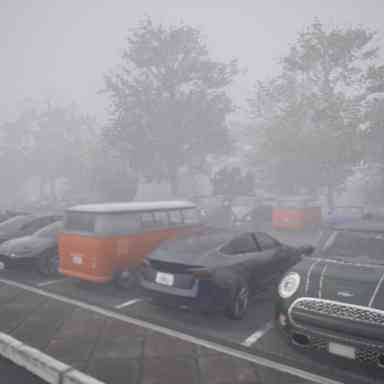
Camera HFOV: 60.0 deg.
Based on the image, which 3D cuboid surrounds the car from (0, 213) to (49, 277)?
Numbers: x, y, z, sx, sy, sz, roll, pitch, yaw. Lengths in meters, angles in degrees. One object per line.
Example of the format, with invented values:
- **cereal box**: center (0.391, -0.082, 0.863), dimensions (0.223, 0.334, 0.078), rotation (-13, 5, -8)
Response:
- **car**: center (-3.640, 1.534, 10.734), dimensions (2.163, 1.488, 4.792), rotation (0, 0, 36)

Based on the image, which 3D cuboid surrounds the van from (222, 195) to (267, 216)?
- **van**: center (4.012, 1.275, 21.234), dimensions (1.878, 1.987, 4.442), rotation (0, 0, 36)

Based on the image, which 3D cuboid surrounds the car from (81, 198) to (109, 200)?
- **car**: center (-7.261, 1.585, 29.494), dimensions (2.002, 1.452, 4.674), rotation (0, 0, 36)

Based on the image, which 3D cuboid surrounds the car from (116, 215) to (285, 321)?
- **car**: center (0.901, 1.516, 7.538), dimensions (2.163, 1.488, 4.792), rotation (0, 0, 36)

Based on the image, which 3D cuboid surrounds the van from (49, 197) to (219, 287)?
- **van**: center (-1.302, 1.270, 9.232), dimensions (1.878, 1.987, 4.442), rotation (0, 0, 36)

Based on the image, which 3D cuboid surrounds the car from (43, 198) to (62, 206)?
- **car**: center (-11.659, 1.603, 32.653), dimensions (2.002, 1.452, 4.674), rotation (0, 0, 36)

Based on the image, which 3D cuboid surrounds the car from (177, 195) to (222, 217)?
- **car**: center (1.816, 1.258, 22.924), dimensions (2.435, 2.045, 5.566), rotation (0, 0, 36)

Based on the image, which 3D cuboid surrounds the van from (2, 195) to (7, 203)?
- **van**: center (-18.438, 1.363, 37.678), dimensions (1.878, 1.987, 4.442), rotation (0, 0, 36)

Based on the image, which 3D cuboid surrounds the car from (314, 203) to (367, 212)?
- **car**: center (8.580, 1.483, 18.097), dimensions (2.097, 1.535, 5.008), rotation (0, 0, 36)

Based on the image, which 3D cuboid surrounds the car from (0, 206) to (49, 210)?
- **car**: center (-8.147, 1.551, 13.978), dimensions (2.163, 1.488, 4.792), rotation (0, 0, 36)

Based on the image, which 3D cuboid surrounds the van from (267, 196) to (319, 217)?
- **van**: center (6.397, 1.266, 19.805), dimensions (1.878, 1.987, 4.442), rotation (0, 0, 36)

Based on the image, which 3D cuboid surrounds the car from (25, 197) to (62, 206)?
- **car**: center (-13.911, 1.571, 34.269), dimensions (2.097, 1.535, 5.008), rotation (0, 0, 36)

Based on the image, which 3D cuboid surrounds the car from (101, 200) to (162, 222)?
- **car**: center (-4.917, 1.536, 27.797), dimensions (2.097, 1.535, 5.008), rotation (0, 0, 36)

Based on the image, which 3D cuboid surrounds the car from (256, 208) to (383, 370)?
- **car**: center (3.153, 1.355, 5.920), dimensions (2.185, 1.767, 4.553), rotation (0, 0, 36)

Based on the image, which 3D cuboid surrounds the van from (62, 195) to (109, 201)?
- **van**: center (-9.444, 1.328, 31.206), dimensions (1.878, 1.987, 4.442), rotation (0, 0, 36)

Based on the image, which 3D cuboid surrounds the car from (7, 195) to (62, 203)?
- **car**: center (-16.274, 1.329, 35.942), dimensions (2.435, 2.045, 5.566), rotation (0, 0, 36)

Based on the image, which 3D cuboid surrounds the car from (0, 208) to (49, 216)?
- **car**: center (-5.893, 1.543, 12.356), dimensions (2.163, 1.488, 4.792), rotation (0, 0, 36)

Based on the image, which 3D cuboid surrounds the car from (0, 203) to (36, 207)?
- **car**: center (-10.492, 1.528, 15.472), dimensions (1.946, 1.575, 5.366), rotation (0, 0, 36)

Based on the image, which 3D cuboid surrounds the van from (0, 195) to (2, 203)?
- **van**: center (-20.585, 1.372, 39.223), dimensions (1.878, 1.987, 4.442), rotation (0, 0, 36)
